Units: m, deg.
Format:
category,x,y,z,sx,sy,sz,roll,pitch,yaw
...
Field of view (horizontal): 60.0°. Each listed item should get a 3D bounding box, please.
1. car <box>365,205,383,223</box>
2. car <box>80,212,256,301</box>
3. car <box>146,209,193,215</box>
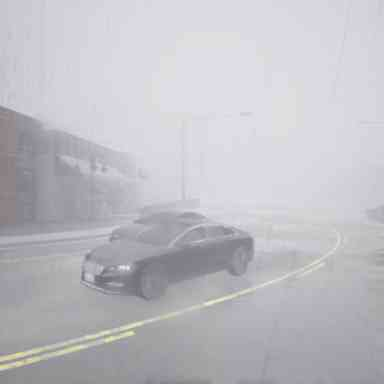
category,x,y,z,sx,sy,sz,roll,pitch,yaw
car,14.977,1.618,25.402,1.895,1.301,4.718,0,0,9
car,-0.327,1.470,8.447,4.902,1.511,2.128,0,0,-45
car,-0.972,1.470,13.033,1.837,1.490,4.892,2,1,37
